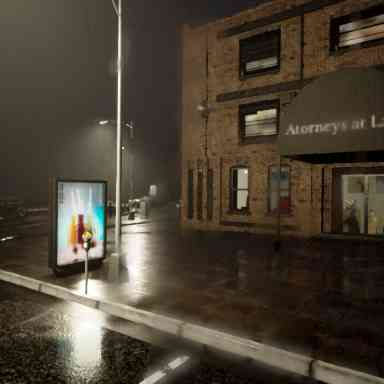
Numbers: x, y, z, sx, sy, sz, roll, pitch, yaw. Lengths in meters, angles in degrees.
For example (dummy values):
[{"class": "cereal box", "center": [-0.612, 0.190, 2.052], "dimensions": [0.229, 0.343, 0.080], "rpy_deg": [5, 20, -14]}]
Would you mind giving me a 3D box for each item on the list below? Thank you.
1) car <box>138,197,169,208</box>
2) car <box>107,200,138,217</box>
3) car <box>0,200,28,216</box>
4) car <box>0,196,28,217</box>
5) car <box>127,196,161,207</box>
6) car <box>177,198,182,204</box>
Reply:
[{"class": "car", "center": [-5.148, 1.315, 42.127], "dimensions": [2.033, 1.411, 5.357], "rpy_deg": [1, 1, 36]}, {"class": "car", "center": [-7.254, 1.421, 27.838], "dimensions": [2.128, 1.511, 4.902], "rpy_deg": [1, 1, 36]}, {"class": "car", "center": [-17.740, 1.429, 30.340], "dimensions": [1.895, 1.301, 4.718], "rpy_deg": [1, 1, 33]}, {"class": "car", "center": [-16.000, 1.232, 27.128], "dimensions": [2.097, 1.767, 4.553], "rpy_deg": [1, 1, 35]}, {"class": "car", "center": [-6.521, 1.315, 45.748], "dimensions": [1.895, 1.301, 4.718], "rpy_deg": [1, 1, 36]}, {"class": "car", "center": [-0.411, 1.180, 54.074], "dimensions": [1.812, 1.442, 4.674], "rpy_deg": [1, 1, 37]}]
